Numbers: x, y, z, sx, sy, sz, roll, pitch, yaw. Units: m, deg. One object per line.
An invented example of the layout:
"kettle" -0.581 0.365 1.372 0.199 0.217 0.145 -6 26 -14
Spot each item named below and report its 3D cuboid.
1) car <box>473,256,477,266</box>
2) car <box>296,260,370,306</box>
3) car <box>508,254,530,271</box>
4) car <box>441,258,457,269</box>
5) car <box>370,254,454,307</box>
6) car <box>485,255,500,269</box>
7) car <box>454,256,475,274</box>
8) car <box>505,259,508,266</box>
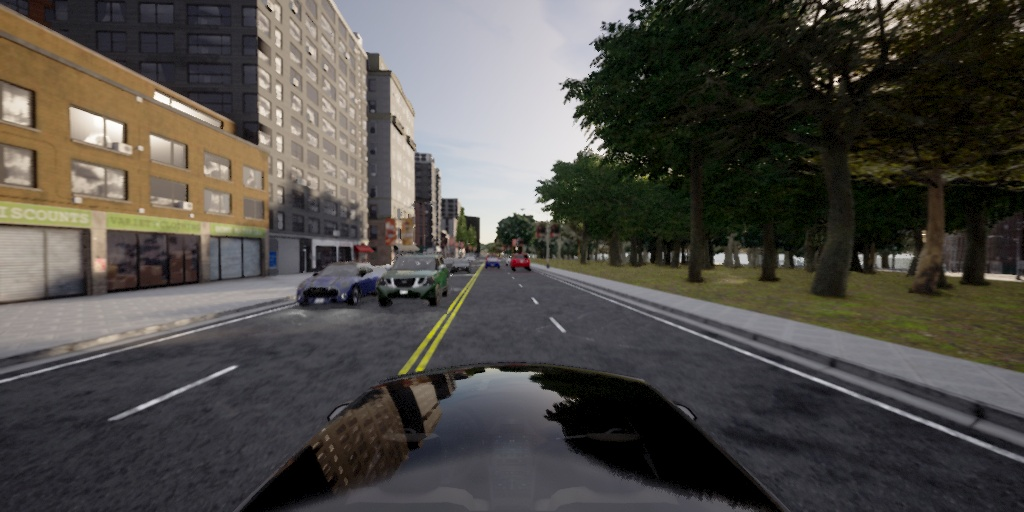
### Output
"car" -6.203 0.721 54.015 1.812 1.442 4.674 0 0 -3
"car" -7.268 1.063 15.537 2.097 1.767 4.553 0 0 -3
"car" 0.985 0.726 44.339 2.150 2.045 5.566 0 0 -3
"car" -9.446 1.050 53.826 1.837 1.490 4.892 0 0 -3
"car" -4.014 0.918 15.517 2.150 2.045 5.566 0 0 -3
"car" -2.660 0.969 49.215 1.882 1.535 5.008 0 0 -3
"car" -5.312 1.076 38.163 1.837 1.490 4.892 0 0 -3
"car" -0.082 0.935 60.635 1.812 1.442 4.674 0 0 -3
